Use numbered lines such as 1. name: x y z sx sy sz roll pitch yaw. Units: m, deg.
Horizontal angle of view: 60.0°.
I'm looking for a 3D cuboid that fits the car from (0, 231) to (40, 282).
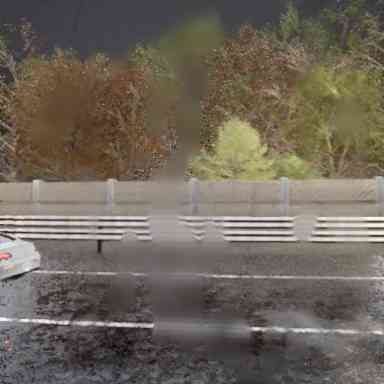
1. car: -6.153 1.579 8.224 4.674 1.442 1.812 0 0 9
